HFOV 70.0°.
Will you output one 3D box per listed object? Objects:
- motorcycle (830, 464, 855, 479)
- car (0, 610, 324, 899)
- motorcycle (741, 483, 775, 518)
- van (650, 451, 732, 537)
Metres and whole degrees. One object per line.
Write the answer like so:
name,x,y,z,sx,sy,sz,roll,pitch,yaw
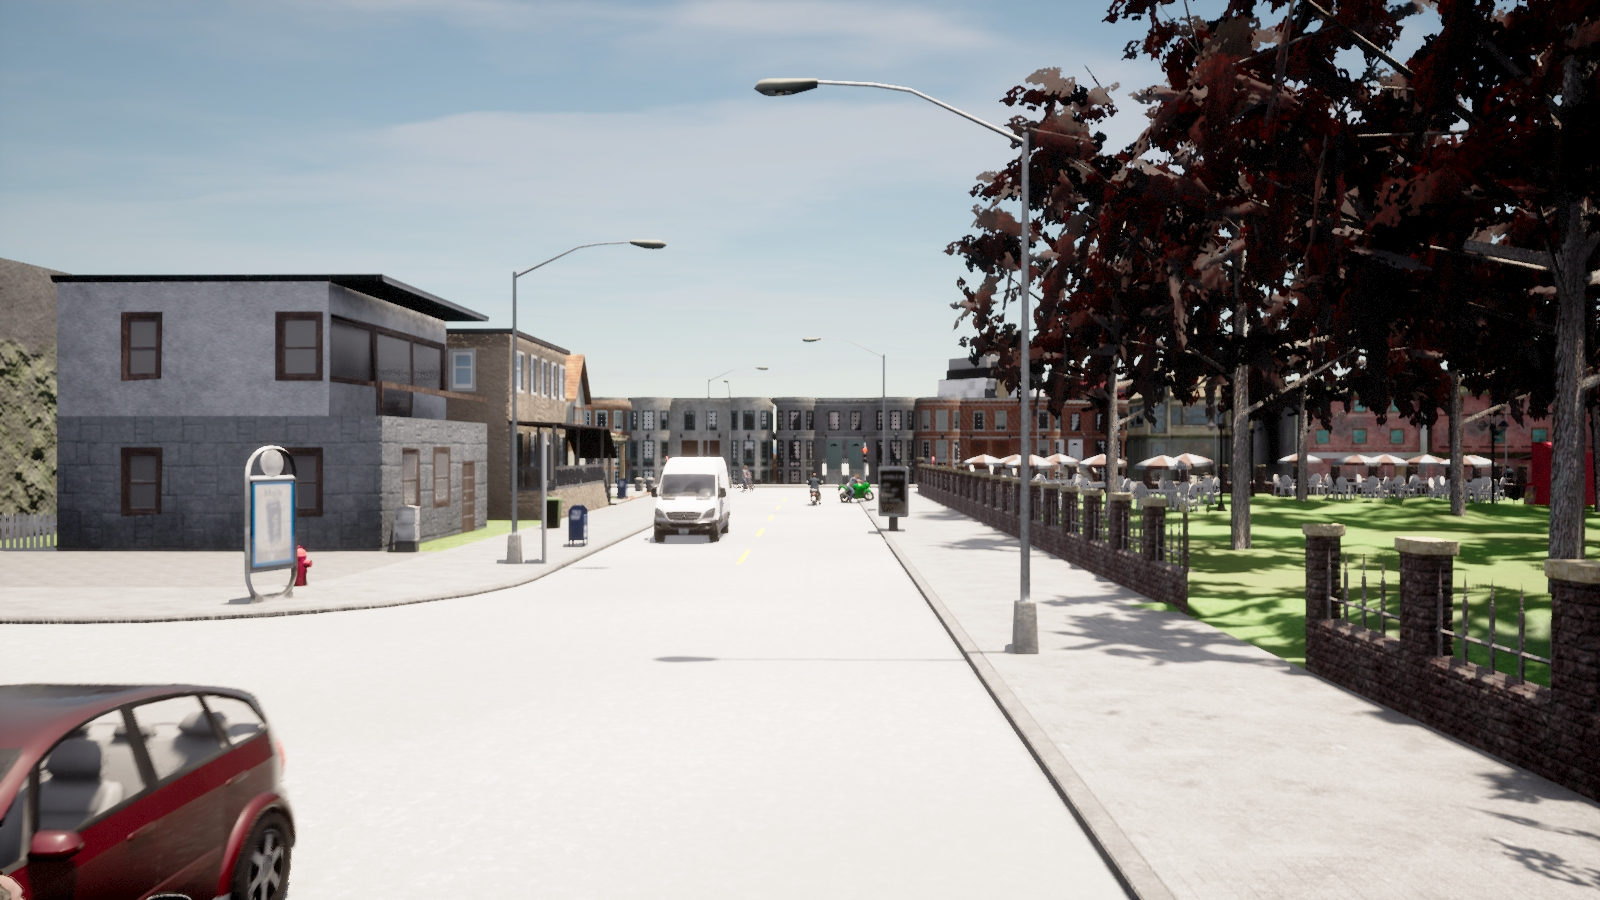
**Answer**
motorcycle,3.779,1.923,101.151,2.033,1.145,0.803,-5,-2,27
car,-3.990,1.805,5.515,1.789,1.549,3.705,0,0,1
motorcycle,-1.677,1.978,45.065,0.867,1.251,2.209,0,0,-15
van,-3.393,1.309,36.727,1.988,2.561,5.915,0,0,1
